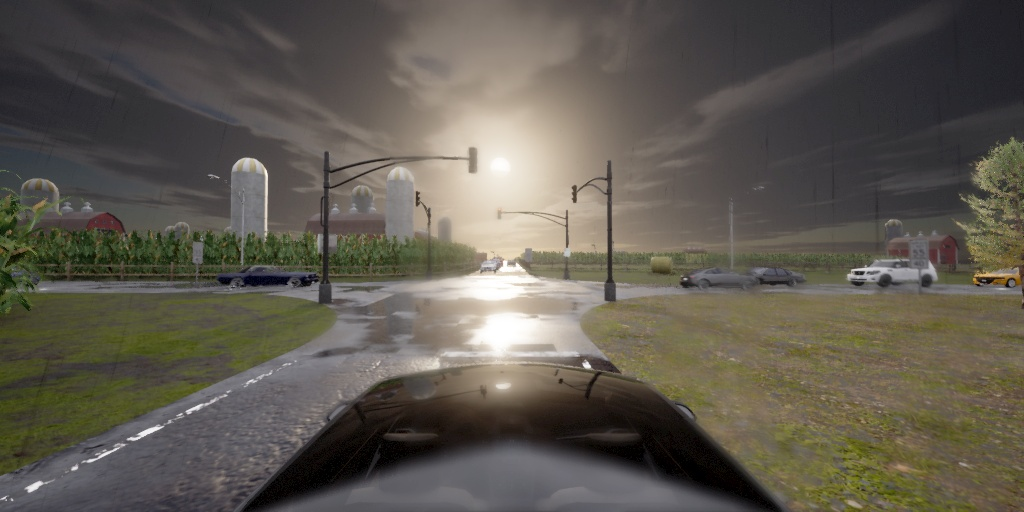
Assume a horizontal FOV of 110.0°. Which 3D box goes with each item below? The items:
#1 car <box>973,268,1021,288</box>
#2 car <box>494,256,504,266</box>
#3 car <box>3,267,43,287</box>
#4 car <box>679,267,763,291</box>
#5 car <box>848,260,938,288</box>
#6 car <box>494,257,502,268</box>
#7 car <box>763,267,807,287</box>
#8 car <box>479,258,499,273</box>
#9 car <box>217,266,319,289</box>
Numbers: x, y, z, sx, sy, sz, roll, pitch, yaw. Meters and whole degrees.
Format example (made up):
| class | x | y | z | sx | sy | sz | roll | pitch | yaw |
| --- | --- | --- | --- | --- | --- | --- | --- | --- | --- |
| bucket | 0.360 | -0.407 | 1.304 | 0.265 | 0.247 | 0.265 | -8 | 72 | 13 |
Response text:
| class | x | y | z | sx | sy | sz | roll | pitch | yaw |
| --- | --- | --- | --- | --- | --- | --- | --- | --- | --- |
| car | 38.836 | 1.645 | 27.806 | 5.008 | 1.535 | 1.882 | 1 | -1 | -5 |
| car | -2.904 | 1.295 | 62.584 | 1.882 | 1.535 | 5.008 | 0 | 0 | 0 |
| car | -28.874 | 1.017 | 19.594 | 4.674 | 1.442 | 1.812 | 1 | -1 | -3 |
| car | 12.655 | 1.406 | 22.180 | 4.181 | 1.385 | 1.994 | 1 | -1 | -4 |
| car | 28.655 | 1.291 | 27.050 | 5.566 | 2.045 | 2.150 | 1 | -1 | -4 |
| car | -2.883 | 1.325 | 52.563 | 1.812 | 1.442 | 4.674 | 0 | 0 | 0 |
| car | 18.670 | 1.525 | 26.339 | 5.357 | 1.411 | 2.033 | 1 | -1 | -8 |
| car | -2.827 | 1.312 | 43.405 | 1.812 | 1.442 | 4.674 | 0 | 0 | -1 |
| car | -13.998 | 1.221 | 20.895 | 4.718 | 1.301 | 1.895 | 1 | -1 | -10 |
